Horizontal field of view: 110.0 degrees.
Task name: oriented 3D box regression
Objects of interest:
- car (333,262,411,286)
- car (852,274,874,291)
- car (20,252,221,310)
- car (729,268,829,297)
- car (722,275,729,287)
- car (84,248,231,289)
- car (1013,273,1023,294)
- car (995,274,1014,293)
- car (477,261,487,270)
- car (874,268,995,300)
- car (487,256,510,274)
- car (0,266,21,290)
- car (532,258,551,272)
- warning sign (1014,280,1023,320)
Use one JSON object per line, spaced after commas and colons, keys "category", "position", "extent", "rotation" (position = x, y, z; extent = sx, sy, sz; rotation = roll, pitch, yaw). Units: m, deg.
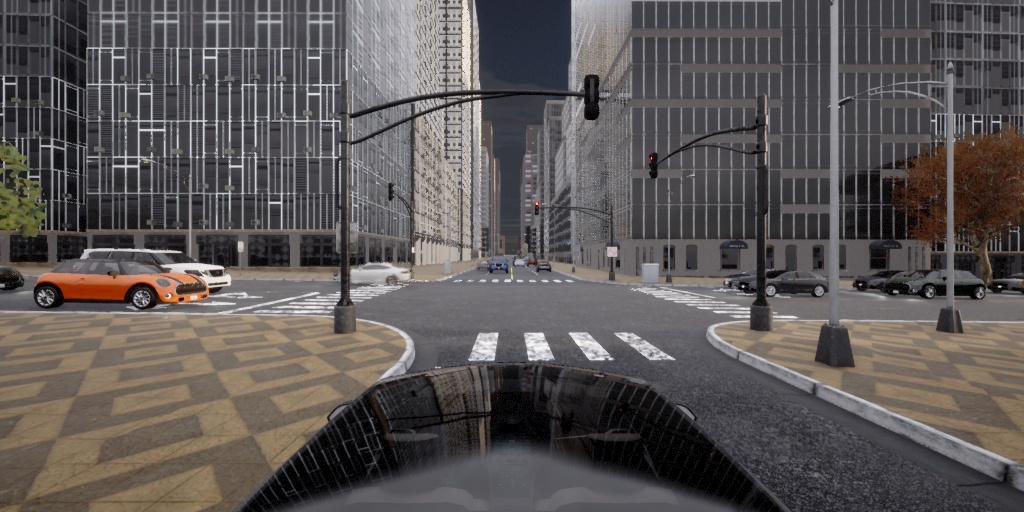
{"category": "car", "position": [-8.944, 1.129, 23.093], "extent": [4.674, 1.442, 1.812], "rotation": [1, 1, -12]}
{"category": "car", "position": [26.281, 1.751, 24.651], "extent": [4.892, 1.490, 1.837], "rotation": [1, 0, -3]}
{"category": "car", "position": [-13.727, 0.876, 12.856], "extent": [4.553, 1.767, 2.097], "rotation": [1, 0, -3]}
{"category": "car", "position": [15.808, 1.564, 20.930], "extent": [4.892, 1.490, 1.837], "rotation": [1, 0, -4]}
{"category": "car", "position": [16.897, 1.570, 24.223], "extent": [4.902, 1.511, 2.128], "rotation": [1, 0, -3]}
{"category": "car", "position": [-15.928, 0.704, 16.009], "extent": [5.566, 2.045, 2.150], "rotation": [1, 0, -3]}
{"category": "car", "position": [34.564, 1.943, 21.772], "extent": [5.357, 1.411, 2.033], "rotation": [1, 0, -2]}
{"category": "car", "position": [36.439, 1.933, 25.108], "extent": [4.892, 1.490, 1.837], "rotation": [1, 0, -2]}
{"category": "car", "position": [-4.001, 1.343, 50.833], "extent": [1.802, 1.307, 4.207], "rotation": [0, 0, 0]}
{"category": "car", "position": [24.979, 1.576, 21.337], "extent": [4.553, 1.767, 2.097], "rotation": [1, 0, -3]}
{"category": "car", "position": [-1.505, 0.988, 42.378], "extent": [2.150, 2.045, 5.566], "rotation": [0, 0, -1]}
{"category": "car", "position": [-24.623, 0.675, 15.615], "extent": [4.553, 1.767, 2.097], "rotation": [1, 0, -3]}
{"category": "car", "position": [3.949, 1.329, 45.336], "extent": [1.948, 1.339, 4.313], "rotation": [0, 0, 0]}
{"category": "warning sign", "position": [17.279, 1.204, 11.527], "extent": [1.060, 1.860, 1.300], "rotation": [0, 0, -3]}
